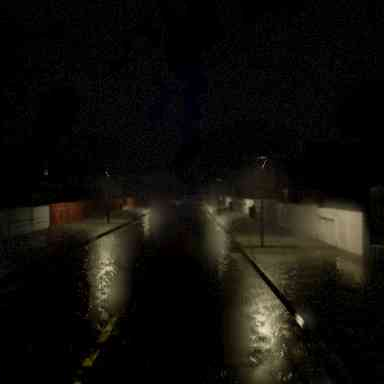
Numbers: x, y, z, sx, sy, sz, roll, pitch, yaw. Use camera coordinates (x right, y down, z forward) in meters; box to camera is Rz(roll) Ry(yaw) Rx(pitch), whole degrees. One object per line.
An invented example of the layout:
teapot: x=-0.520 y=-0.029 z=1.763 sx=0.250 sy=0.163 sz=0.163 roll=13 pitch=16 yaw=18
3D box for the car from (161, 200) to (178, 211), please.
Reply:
car: x=-2.826 y=1.730 z=41.997 sx=1.895 sy=1.301 sz=4.718 roll=0 pitch=0 yaw=0

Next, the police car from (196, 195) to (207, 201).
police car: x=2.266 y=1.752 z=90.837 sx=1.930 sy=1.638 sz=5.238 roll=0 pitch=0 yaw=4
